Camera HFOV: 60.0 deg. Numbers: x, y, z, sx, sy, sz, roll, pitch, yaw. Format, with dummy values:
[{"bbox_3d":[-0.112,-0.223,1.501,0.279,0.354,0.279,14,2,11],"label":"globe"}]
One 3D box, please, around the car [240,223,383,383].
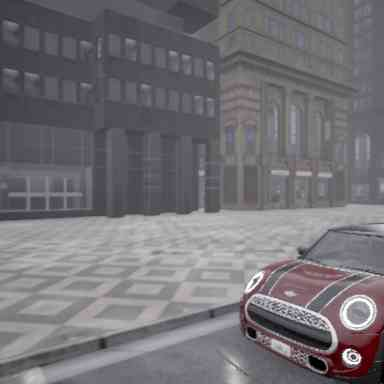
[{"bbox_3d":[2.936,1.357,5.475,4.553,1.767,2.097,0,0,-35],"label":"car"}]
